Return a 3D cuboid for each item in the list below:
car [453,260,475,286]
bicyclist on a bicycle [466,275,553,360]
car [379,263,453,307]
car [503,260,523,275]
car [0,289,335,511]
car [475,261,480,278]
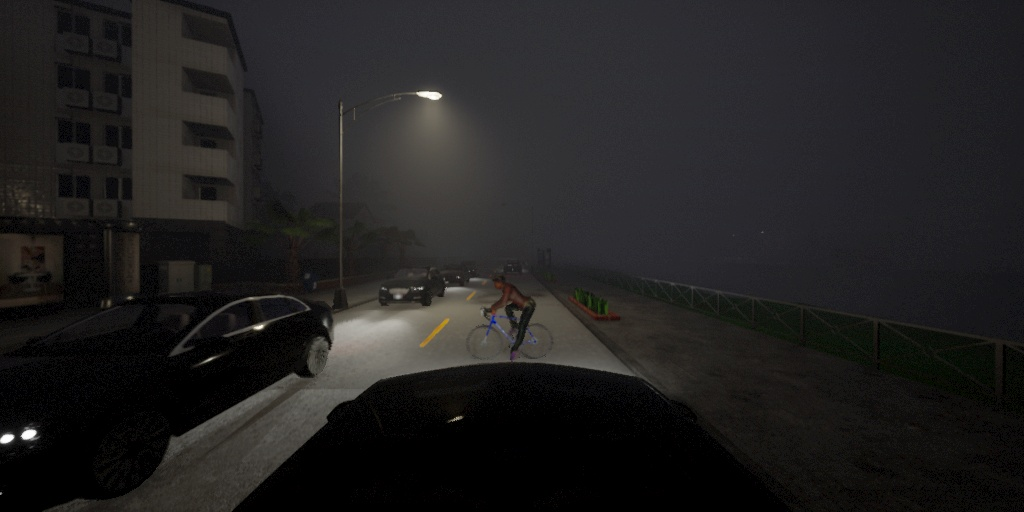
[{"bbox_3d":[-4.008,1.221,24.793,2.033,1.411,5.357,0,0,0],"label":"car"},{"bbox_3d":[-0.061,1.175,6.794,1.656,1.620,0.582,-2,0,0],"label":"bicyclist on a bicycle"},{"bbox_3d":[-4.102,1.196,15.367,2.128,1.511,4.902,0,0,0],"label":"car"},{"bbox_3d":[0.087,1.123,37.832,2.128,1.511,4.902,0,0,0],"label":"car"},{"bbox_3d":[-4.101,1.233,4.518,2.128,1.511,4.902,0,0,0],"label":"car"},{"bbox_3d":[-4.039,1.151,33.055,1.837,1.490,4.892,0,0,0],"label":"car"}]
